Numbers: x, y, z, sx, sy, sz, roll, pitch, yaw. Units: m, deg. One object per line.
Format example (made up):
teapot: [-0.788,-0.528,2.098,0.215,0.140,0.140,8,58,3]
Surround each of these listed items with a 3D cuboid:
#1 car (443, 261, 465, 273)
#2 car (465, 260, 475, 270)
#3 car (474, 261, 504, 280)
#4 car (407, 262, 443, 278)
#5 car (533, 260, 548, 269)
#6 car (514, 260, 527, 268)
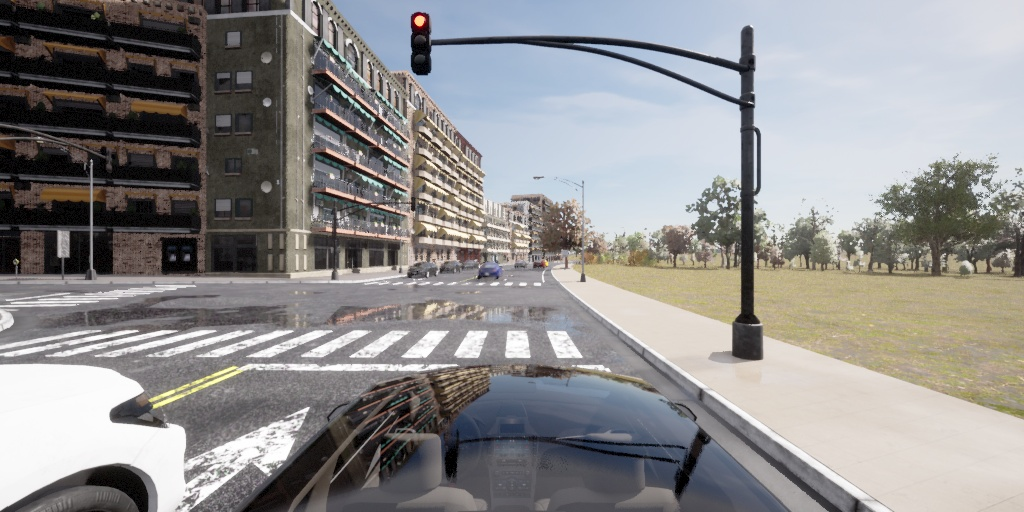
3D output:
car: [-7.593,1.350,44.608,1.837,1.490,4.892,0,0,6]
car: [-6.407,1.378,54.929,2.128,1.511,4.902,0,0,7]
car: [-1.907,1.327,32.217,1.812,1.442,4.674,0,0,4]
car: [-8.504,1.313,34.511,1.837,1.490,4.892,0,0,5]
car: [4.865,1.413,63.842,1.882,1.535,5.008,0,0,9]
car: [1.591,1.482,64.069,2.033,1.411,5.357,0,0,9]
